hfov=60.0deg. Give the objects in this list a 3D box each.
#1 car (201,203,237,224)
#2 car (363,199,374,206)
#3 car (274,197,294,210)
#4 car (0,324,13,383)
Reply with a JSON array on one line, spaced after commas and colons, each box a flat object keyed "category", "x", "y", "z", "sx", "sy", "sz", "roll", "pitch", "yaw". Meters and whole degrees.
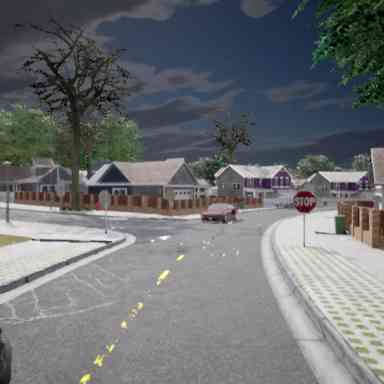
[{"category": "car", "x": 2.174, "y": 1.595, "z": 25.802, "sx": 1.882, "sy": 1.535, "sz": 5.008, "roll": 0, "pitch": 0, "yaw": 21}, {"category": "car", "x": 33.227, "y": 2.048, "z": 63.154, "sx": 4.674, "sy": 1.442, "sz": 1.812, "roll": 1, "pitch": 0, "yaw": -34}, {"category": "car", "x": 13.735, "y": 1.520, "z": 47.900, "sx": 4.553, "sy": 1.767, "sz": 2.097, "roll": 1, "pitch": 1, "yaw": -44}, {"category": "car", "x": -2.605, "y": 1.529, "z": 1.310, "sx": 1.812, "sy": 1.442, "sz": 4.674, "roll": 0, "pitch": 0, "yaw": 2}]
